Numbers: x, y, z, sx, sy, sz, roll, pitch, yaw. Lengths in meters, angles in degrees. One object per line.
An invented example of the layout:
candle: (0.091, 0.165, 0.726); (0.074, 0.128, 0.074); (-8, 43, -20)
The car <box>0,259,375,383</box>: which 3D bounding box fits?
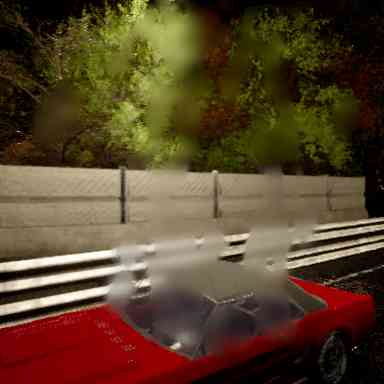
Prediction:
car: (-0.053, 1.567, 3.645); (4.718, 1.301, 1.895); (-1, 1, -35)
